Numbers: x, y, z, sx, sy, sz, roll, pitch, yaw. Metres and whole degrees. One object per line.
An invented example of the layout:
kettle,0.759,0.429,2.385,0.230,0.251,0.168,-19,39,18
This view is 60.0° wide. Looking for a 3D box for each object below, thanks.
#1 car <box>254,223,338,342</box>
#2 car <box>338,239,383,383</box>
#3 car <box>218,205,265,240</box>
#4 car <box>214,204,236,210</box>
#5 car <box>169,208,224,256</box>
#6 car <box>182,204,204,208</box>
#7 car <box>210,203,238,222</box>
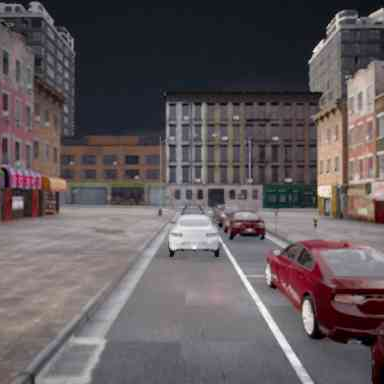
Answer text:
car,2.644,1.574,6.467,1.887,1.381,4.507,0,0,0
car,2.647,1.320,0.964,2.192,1.841,5.009,0,0,0
car,2.644,1.626,17.474,1.887,1.381,4.507,0,0,0
car,2.645,1.549,22.978,1.967,1.590,4.097,0,0,0
car,0.082,1.587,13.322,1.812,1.442,4.674,0,0,0
car,0.080,1.695,27.435,1.994,1.385,4.181,0,0,0
car,2.644,1.687,28.481,2.008,1.369,4.403,0,0,0
